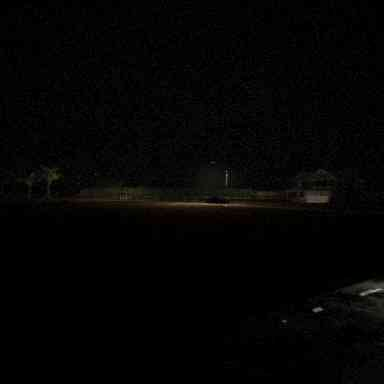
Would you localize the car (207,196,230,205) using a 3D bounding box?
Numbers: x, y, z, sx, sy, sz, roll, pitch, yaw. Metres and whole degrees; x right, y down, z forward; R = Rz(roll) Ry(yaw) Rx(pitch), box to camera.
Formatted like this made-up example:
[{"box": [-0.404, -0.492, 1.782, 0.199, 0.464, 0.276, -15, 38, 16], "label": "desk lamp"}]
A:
[{"box": [4.248, 1.358, 54.654, 1.812, 1.442, 4.674, 2, -1, -35], "label": "car"}]
